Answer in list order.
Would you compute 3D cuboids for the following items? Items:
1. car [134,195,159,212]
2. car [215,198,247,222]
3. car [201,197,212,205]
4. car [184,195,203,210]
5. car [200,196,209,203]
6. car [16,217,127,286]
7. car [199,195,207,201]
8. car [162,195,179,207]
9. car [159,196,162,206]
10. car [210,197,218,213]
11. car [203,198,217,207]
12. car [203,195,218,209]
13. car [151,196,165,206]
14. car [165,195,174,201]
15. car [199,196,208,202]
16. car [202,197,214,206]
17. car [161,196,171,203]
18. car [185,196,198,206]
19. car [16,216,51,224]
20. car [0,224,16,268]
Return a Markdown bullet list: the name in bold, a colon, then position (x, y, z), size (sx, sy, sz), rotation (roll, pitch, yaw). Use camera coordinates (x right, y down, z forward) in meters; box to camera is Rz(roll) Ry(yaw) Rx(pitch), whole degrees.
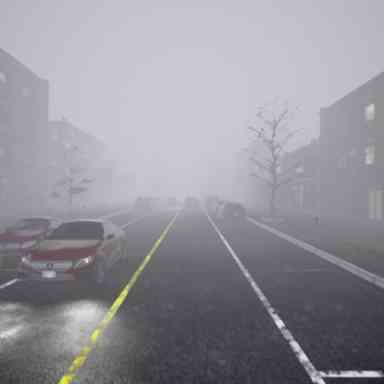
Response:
- **car**: position (-5.684, 1.331, 39.875), size (2.192, 1.841, 5.009), rotation (1, 0, 0)
- **car**: position (3.138, 1.488, 26.575), size (1.882, 1.535, 5.008), rotation (0, 0, 0)
- **car**: position (2.700, 1.576, 61.700), size (1.887, 1.381, 4.507), rotation (1, 0, 0)
- **car**: position (0.007, 1.396, 43.713), size (2.097, 1.767, 4.553), rotation (0, 0, 0)
- **car**: position (2.753, 1.566, 72.937), size (1.752, 1.417, 4.829), rotation (0, 0, 0)
- **car**: position (-3.089, 1.529, 9.534), size (1.812, 1.442, 4.674), rotation (0, 0, 0)
- **car**: position (2.820, 1.621, 88.702), size (1.947, 1.339, 4.313), rotation (0, 0, 0)
- **car**: position (-3.075, 1.530, 50.524), size (1.837, 1.490, 4.892), rotation (0, -1, 0)
- **car**: position (-5.687, 1.605, 50.941), size (1.802, 1.307, 4.206), rotation (1, 0, 0)
- **car**: position (3.143, 1.518, 33.575), size (1.837, 1.490, 4.892), rotation (0, 0, 0)
- **car**: position (2.694, 1.590, 50.940), size (1.947, 1.339, 4.313), rotation (1, 0, 0)
- **car**: position (2.696, 1.335, 45.407), size (2.192, 1.841, 5.009), rotation (1, 0, 0)
- **car**: position (-5.686, 1.467, 56.474), size (1.967, 1.590, 4.097), rotation (1, 0, 0)
- **car**: position (-5.812, 1.602, 85.784), size (2.008, 1.369, 4.403), rotation (1, 0, 0)
- **car**: position (2.792, 1.598, 81.157), size (2.008, 1.369, 4.403), rotation (0, 0, 0)
- **car**: position (2.693, 1.594, 56.473), size (1.947, 1.339, 4.313), rotation (1, 0, 0)
- **car**: position (-5.758, 1.566, 74.548), size (1.752, 1.417, 4.829), rotation (1, 0, 0)
- **car**: position (0.004, 1.527, 56.536), size (2.128, 1.511, 4.902), rotation (0, 0, 0)
- **car**: position (-5.684, 1.586, 12.209), size (1.802, 1.307, 4.206), rotation (1, 0, 0)
- **car**: position (-5.682, 1.527, 6.506), size (1.752, 1.417, 4.829), rotation (1, 0, 0)
